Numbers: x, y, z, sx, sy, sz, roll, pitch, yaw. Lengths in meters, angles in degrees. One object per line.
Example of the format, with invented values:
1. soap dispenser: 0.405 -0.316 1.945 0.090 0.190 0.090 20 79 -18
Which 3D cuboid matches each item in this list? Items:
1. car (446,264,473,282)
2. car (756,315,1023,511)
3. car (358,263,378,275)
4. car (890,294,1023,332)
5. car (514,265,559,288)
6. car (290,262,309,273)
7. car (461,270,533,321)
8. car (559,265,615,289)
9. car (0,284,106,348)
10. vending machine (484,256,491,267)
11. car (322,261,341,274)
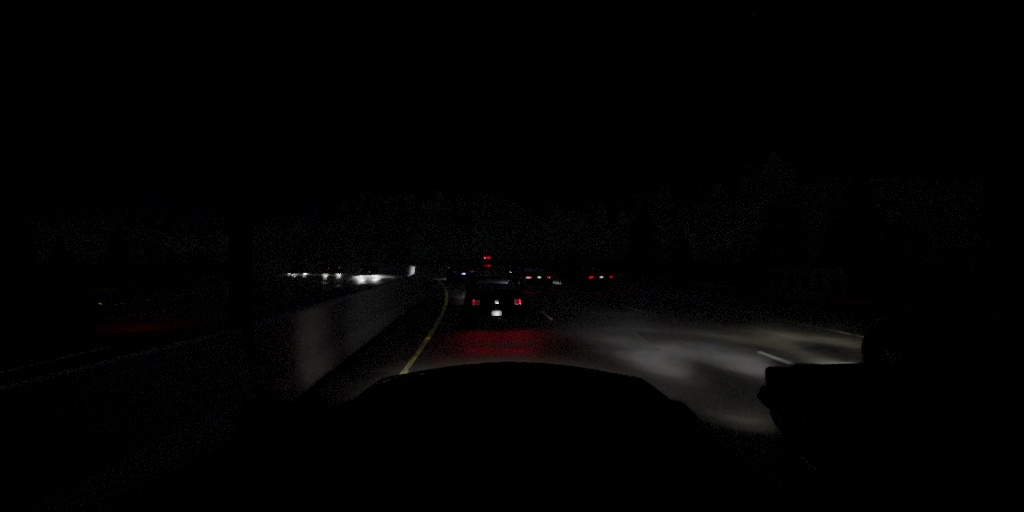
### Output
1. car: -4.254 1.334 29.317 1.994 1.385 4.181 0 0 -16
2. car: 3.505 1.338 1.597 1.895 1.301 4.718 0 0 0
3. car: -16.747 1.469 41.628 1.895 1.301 4.718 0 0 -26
4. car: 6.891 1.074 4.047 2.097 1.767 4.553 0 0 -2
5. car: 1.028 1.286 23.233 2.033 1.411 5.357 0 0 -13
6. car: -28.274 1.543 47.647 1.994 1.385 4.181 0 0 -33
7. car: -0.684 1.347 12.447 1.895 1.301 4.718 0 0 -6
8. car: 4.634 1.269 23.103 2.033 1.411 5.357 0 0 -12
9. car: -10.922 1.315 6.999 1.812 1.442 4.674 0 0 -4
10. vending machine: -4.413 1.003 64.270 1.100 2.100 0.880 0 0 -34
11. car: -23.171 1.432 46.049 1.837 1.490 4.892 0 0 -30
